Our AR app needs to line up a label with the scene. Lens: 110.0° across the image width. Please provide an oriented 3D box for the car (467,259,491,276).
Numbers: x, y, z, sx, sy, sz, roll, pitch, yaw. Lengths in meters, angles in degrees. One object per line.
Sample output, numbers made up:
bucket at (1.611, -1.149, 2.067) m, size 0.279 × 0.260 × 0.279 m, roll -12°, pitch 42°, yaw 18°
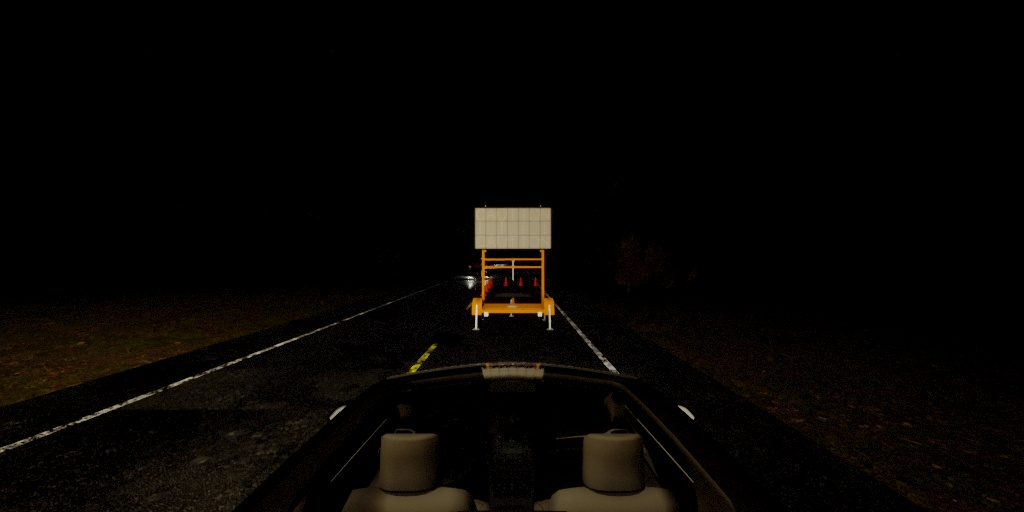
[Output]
car at (-3.370, 1.116, 37.052) m, size 2.097 × 1.767 × 4.553 m, roll 0°, pitch 0°, yaw 0°

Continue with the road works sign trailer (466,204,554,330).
road works sign trailer at (0.034, 0.215, 11.107) m, size 2.380 × 3.560 × 2.880 m, roll 0°, pitch 0°, yaw 0°
